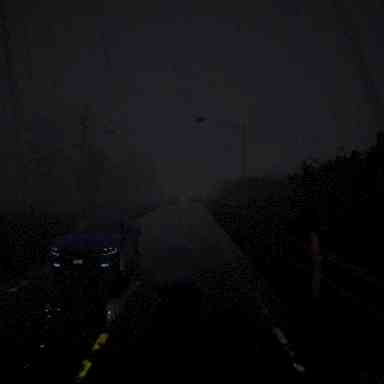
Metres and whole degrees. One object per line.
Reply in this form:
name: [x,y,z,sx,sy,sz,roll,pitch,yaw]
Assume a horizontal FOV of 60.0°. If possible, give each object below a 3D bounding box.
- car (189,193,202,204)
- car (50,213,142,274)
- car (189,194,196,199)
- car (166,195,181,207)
car: [0.921,1.271,63.601,2.097,1.767,4.553,0,0,1]
car: [-2.836,1.476,10.791,1.882,1.535,5.008,0,0,0]
car: [0.033,1.263,94.846,1.895,1.301,4.718,0,0,0]
car: [-2.809,1.302,51.168,2.097,1.767,4.553,0,0,0]
